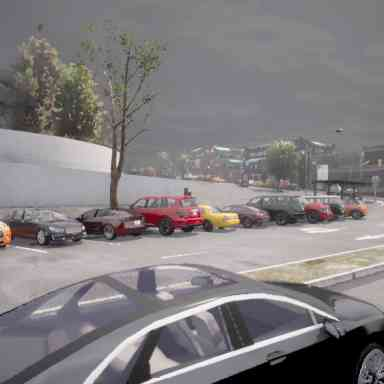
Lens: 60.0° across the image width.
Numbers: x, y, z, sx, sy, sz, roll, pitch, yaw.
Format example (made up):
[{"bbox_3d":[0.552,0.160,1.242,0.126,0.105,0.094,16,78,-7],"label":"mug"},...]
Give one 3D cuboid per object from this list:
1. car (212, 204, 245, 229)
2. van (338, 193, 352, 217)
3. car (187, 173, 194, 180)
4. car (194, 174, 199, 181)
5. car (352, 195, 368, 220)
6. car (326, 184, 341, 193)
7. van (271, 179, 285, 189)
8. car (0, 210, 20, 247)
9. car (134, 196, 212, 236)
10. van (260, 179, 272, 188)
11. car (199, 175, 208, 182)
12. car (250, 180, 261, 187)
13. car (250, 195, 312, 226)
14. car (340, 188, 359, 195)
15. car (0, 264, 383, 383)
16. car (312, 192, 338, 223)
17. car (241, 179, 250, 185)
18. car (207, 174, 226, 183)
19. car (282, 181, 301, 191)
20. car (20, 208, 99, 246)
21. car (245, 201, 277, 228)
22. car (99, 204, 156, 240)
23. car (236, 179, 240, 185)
[{"bbox_3d":[0.261,1.504,20.598,5.366,1.575,1.946,-1,-1,35],"label":"car"},{"bbox_3d":[10.345,1.298,27.360,4.442,1.987,1.878,-1,-1,35],"label":"van"},{"bbox_3d":[1.613,-4.083,94.512,2.185,1.767,4.553,4,1,33],"label":"car"},{"bbox_3d":[3.343,-3.849,92.043,2.185,1.767,4.553,6,3,34],"label":"car"},{"bbox_3d":[12.754,1.405,29.111,4.553,1.767,2.185,-1,-1,35],"label":"car"},{"bbox_3d":[25.947,-0.424,60.079,2.435,2.045,5.566,7,3,35],"label":"car"},{"bbox_3d":[18.975,-1.489,69.825,1.878,1.987,4.442,7,4,35],"label":"van"},{"bbox_3d":[-9.389,1.367,13.551,4.553,1.767,2.185,-1,-1,34],"label":"car"},{"bbox_3d":[-2.059,1.249,18.770,5.566,2.045,2.435,-1,-1,35],"label":"car"},{"bbox_3d":[17.246,-1.762,72.296,1.878,1.987,4.442,7,4,35],"label":"van"},{"bbox_3d":[5.138,-3.697,89.577,2.435,2.045,5.566,7,3,34],"label":"car"},{"bbox_3d":[15.671,-1.810,75.027,1.946,1.575,5.366,7,3,35],"label":"car"},{"bbox_3d":[5.294,1.264,23.984,5.566,2.045,2.435,-1,-1,35],"label":"car"},{"bbox_3d":[27.639,0.138,57.607,2.002,1.452,4.674,7,3,35],"label":"car"},{"bbox_3d":[0.094,1.493,3.197,4.902,1.511,2.128,0,0,-36],"label":"car"},{"bbox_3d":[7.807,1.268,25.690,5.566,2.045,2.435,-1,-1,35],"label":"car"},{"bbox_3d":[13.839,-2.042,77.347,2.002,1.452,4.674,7,4,35],"label":"car"},{"bbox_3d":[6.989,-3.174,87.318,1.946,1.575,5.366,7,3,34],"label":"car"},{"bbox_3d":[20.736,-0.991,67.463,2.231,1.521,4.892,7,3,35],"label":"car"},{"bbox_3d":[-6.923,1.495,15.277,4.892,1.521,2.231,-1,-1,35],"label":"car"},{"bbox_3d":[2.867,1.550,22.226,4.674,1.452,2.002,-1,-1,35],"label":"car"},{"bbox_3d":[-4.503,1.525,17.024,4.792,1.488,2.163,-1,-1,35],"label":"car"},{"bbox_3d":[12.096,-2.315,79.809,2.002,1.452,4.674,7,3,35],"label":"car"}]
